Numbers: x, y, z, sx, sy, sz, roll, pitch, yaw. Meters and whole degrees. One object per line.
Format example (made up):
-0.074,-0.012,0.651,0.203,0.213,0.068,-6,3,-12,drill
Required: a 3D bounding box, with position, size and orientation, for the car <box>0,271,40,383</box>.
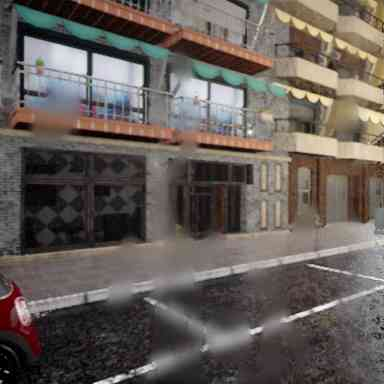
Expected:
-3.876,1.442,3.326,4.097,1.590,1.967,0,0,-36,car
